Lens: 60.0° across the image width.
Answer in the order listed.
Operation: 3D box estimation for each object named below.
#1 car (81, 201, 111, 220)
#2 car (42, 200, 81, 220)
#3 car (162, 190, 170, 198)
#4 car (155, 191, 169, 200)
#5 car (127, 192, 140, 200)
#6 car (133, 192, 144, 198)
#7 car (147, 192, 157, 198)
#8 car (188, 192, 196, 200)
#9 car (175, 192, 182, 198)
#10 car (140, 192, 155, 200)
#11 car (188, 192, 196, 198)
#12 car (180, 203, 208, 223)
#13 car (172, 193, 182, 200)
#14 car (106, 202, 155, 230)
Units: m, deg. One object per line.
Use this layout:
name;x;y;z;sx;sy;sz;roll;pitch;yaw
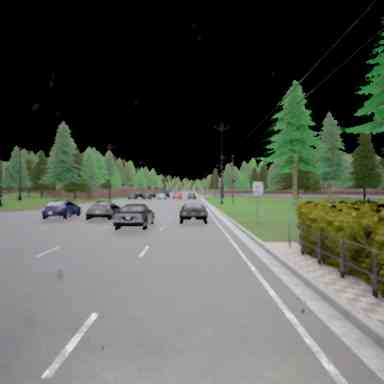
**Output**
car;-6.900;1.414;26.374;1.994;1.385;4.181;0;0;0
car;-10.400;1.373;26.713;1.812;1.442;4.674;0;0;0
car;-7.001;0.561;87.430;2.150;2.045;5.566;0;0;0
car;-7.001;1.076;77.816;1.812;1.442;4.674;0;0;0
car;-14.001;1.101;78.649;1.994;1.385;4.181;0;0;0
car;-14.001;0.814;87.401;1.882;1.535;5.008;0;0;0
car;-10.501;0.814;87.401;1.882;1.535;5.008;0;0;0
car;-0.001;1.101;78.649;1.994;1.385;4.181;0;0;0
car;-3.501;0.861;87.402;1.812;1.442;4.674;0;0;0
car;-10.501;1.074;78.232;1.812;1.442;4.674;0;0;0
car;-0.001;0.814;87.401;1.882;1.535;5.008;0;0;0
car;0.099;1.463;24.183;1.895;1.301;4.718;0;0;0
car;-3.501;0.904;78.618;2.097;1.767;4.553;0;0;0
car;-3.400;1.432;20.208;2.033;1.411;5.357;0;0;0
